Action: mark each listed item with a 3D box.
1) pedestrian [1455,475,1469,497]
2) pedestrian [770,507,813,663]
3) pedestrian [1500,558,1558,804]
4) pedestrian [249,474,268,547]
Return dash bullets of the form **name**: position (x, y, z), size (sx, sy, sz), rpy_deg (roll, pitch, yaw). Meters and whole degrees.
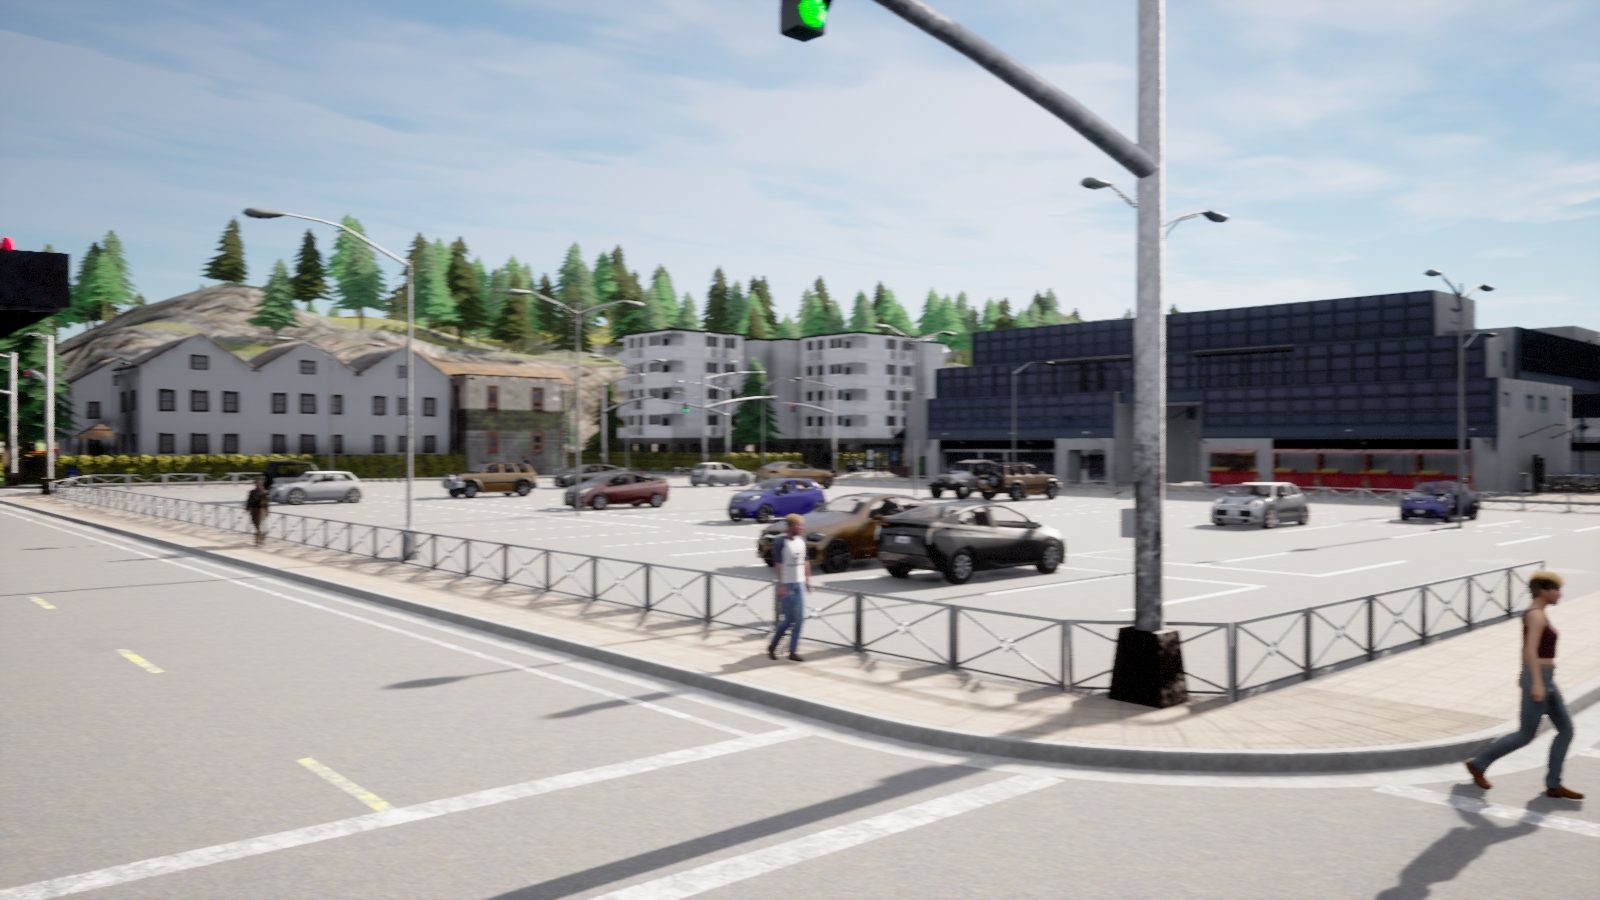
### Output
- **pedestrian**: position (34.863, 1.894, 60.172), size (0.500, 1.100, 0.500), rpy_deg (0, 0, -44)
- **pedestrian**: position (-0.106, 1.640, 14.078), size (0.375, 1.860, 0.375), rpy_deg (0, 0, 44)
- **pedestrian**: position (5.824, 1.819, 9.124), size (0.375, 1.860, 0.375), rpy_deg (0, 0, 34)
- **pedestrian**: position (-14.051, 1.563, 29.654), size (0.375, 1.860, 0.375), rpy_deg (0, 0, -13)
